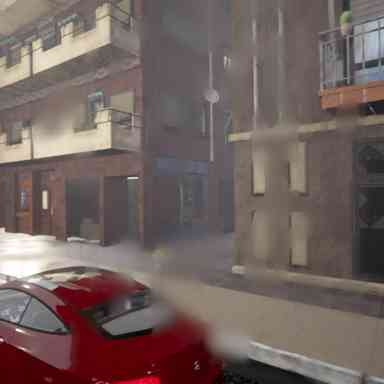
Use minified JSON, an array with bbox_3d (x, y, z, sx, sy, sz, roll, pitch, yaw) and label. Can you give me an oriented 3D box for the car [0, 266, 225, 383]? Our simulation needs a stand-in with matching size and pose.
[{"bbox_3d":[-1.613,1.582,3.999,4.206,1.307,1.802,0,-1,36],"label":"car"}]
